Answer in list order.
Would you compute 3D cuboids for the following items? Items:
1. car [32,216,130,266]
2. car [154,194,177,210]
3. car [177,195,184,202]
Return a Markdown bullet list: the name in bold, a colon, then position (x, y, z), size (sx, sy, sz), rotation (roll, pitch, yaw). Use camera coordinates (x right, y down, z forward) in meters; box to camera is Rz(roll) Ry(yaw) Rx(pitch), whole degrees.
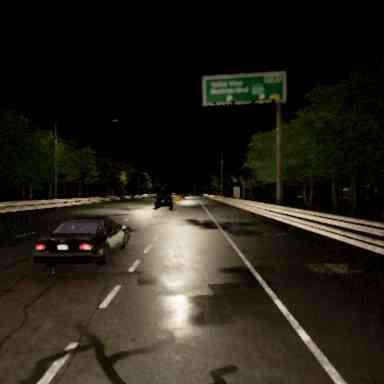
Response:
- **car**: position (-3.497, 1.546, 11.496), size (2.033, 1.411, 5.357), rotation (0, 0, 0)
- **car**: position (-3.469, 1.217, 42.163), size (2.150, 2.045, 5.566), rotation (0, 0, 0)
- **car**: position (-3.428, 1.481, 79.319), size (1.882, 1.535, 5.008), rotation (0, 0, 0)
